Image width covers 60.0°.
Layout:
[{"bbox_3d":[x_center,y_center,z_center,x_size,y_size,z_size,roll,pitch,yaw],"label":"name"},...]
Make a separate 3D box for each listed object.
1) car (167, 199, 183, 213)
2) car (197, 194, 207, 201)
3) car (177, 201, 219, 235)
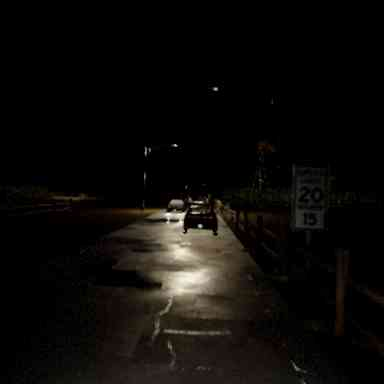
[{"bbox_3d":[-1.691,1.555,37.389,2.033,1.411,5.357,2,0,2],"label":"car"},{"bbox_3d":[2.565,1.665,86.547,2.150,2.045,5.566,2,-1,2],"label":"car"},{"bbox_3d":[0.514,1.536,19.494,2.128,1.511,4.902,2,0,2],"label":"car"}]
